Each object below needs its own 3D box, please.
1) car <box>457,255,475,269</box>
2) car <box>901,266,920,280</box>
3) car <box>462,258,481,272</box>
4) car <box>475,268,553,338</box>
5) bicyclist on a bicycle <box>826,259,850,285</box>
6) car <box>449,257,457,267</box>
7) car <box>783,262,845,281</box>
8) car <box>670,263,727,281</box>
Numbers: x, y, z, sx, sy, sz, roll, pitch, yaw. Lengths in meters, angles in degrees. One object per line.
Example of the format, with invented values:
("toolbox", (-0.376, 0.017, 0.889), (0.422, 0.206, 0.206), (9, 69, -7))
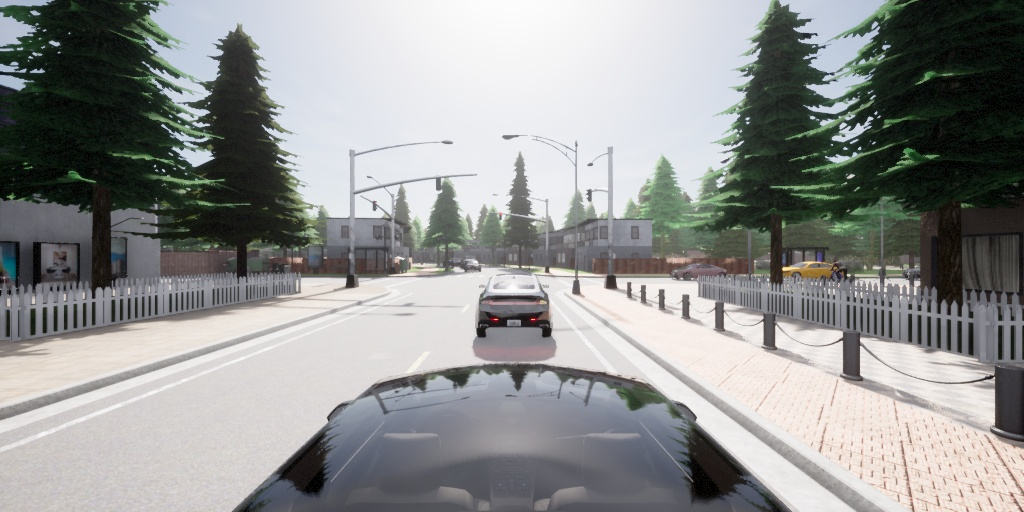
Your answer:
("car", (-6.543, 0.937, 54.496), (2.150, 2.045, 5.566), (0, 0, -15))
("car", (34.549, 1.239, 28.939), (4.892, 1.490, 1.837), (0, 0, 2))
("car", (-4.940, 1.279, 45.332), (1.994, 1.385, 4.181), (0, 0, -7))
("car", (0.057, 1.242, 10.213), (2.128, 1.511, 4.902), (0, 0, 0))
("bicyclist on a bicycle", (19.887, 1.035, 21.898), (0.582, 1.620, 1.656), (0, 0, 2))
("car", (-9.919, 1.067, 64.064), (2.097, 1.767, 4.553), (0, 0, -24))
("car", (24.177, 1.212, 29.261), (5.008, 1.535, 1.882), (0, 0, 2))
("car", (15.297, 1.299, 29.516), (4.181, 1.385, 1.994), (0, 0, 2))
